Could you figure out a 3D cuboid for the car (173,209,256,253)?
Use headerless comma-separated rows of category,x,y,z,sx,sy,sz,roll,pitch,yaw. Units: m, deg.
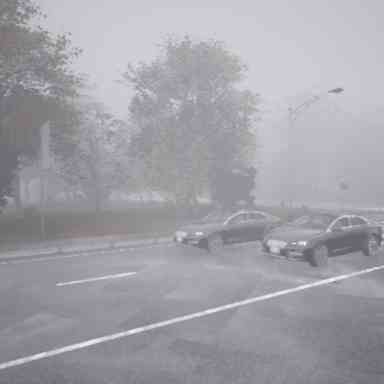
car,1.573,1.454,13.511,4.902,1.511,2.128,0,0,-34

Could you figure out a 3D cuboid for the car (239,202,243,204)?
car,6.361,0.961,56.755,2.150,2.045,5.566,-1,1,-36

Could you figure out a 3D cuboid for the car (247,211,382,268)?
car,4.499,1.453,11.265,4.902,1.511,2.128,0,0,-34
